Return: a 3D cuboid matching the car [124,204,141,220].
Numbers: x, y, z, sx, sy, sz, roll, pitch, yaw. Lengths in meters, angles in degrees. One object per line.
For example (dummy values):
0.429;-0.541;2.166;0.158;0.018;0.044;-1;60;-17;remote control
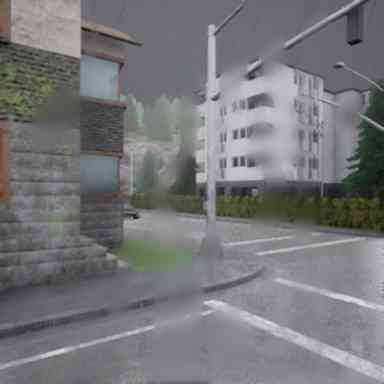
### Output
-6.491;1.764;29.774;2.033;1.411;5.357;0;0;-35;car
